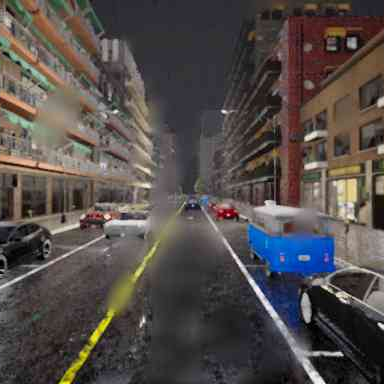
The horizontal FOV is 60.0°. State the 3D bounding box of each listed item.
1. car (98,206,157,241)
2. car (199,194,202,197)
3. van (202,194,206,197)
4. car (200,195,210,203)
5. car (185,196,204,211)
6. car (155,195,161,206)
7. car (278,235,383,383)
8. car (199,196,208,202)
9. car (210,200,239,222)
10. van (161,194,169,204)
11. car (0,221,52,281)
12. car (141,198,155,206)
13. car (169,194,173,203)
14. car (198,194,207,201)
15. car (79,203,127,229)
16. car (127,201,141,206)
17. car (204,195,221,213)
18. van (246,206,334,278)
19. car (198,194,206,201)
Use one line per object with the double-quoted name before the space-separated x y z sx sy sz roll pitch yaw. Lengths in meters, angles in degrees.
"car" -3.046 1.615 16.976 1.895 1.301 4.718 0 0 0
"car" 0.117 1.430 55.032 2.097 1.767 4.553 0 0 0
"van" 2.712 1.433 60.824 1.690 1.788 3.998 0 0 0
"car" 2.714 1.563 72.152 1.967 1.590 4.097 0 0 0
"car" 0.113 1.618 42.287 1.994 1.385 4.181 0 0 0
"car" -5.673 1.496 43.833 1.967 1.590 4.097 0 0 0
"car" 2.696 1.553 4.177 2.008 1.369 4.403 0 0 0
"car" 2.715 1.705 77.818 1.947 1.339 4.313 0 0 0
"car" 2.702 1.572 26.835 1.887 1.381 4.507 0 0 0
"van" -5.669 1.432 60.827 1.690 1.788 3.998 0 0 0
"car" -5.682 1.573 9.843 1.947 1.339 4.313 0 0 0
"car" -5.675 1.571 37.997 1.752 1.417 4.829 0 0 0
"car" -5.667 1.647 71.985 1.752 1.417 4.829 0 0 0
"car" 2.719 1.488 89.148 2.192 1.841 5.009 0 0 0
"car" -5.679 1.459 21.173 1.967 1.590 4.097 0 0 0
"car" -5.678 1.578 26.838 2.008 1.369 4.403 0 0 0
"car" 2.706 1.487 38.164 1.967 1.590 4.097 0 0 0
"van" 2.699 1.348 9.840 1.690 1.788 3.998 0 0 0
"car" 2.720 1.506 94.813 2.192 1.841 5.009 0 0 0
